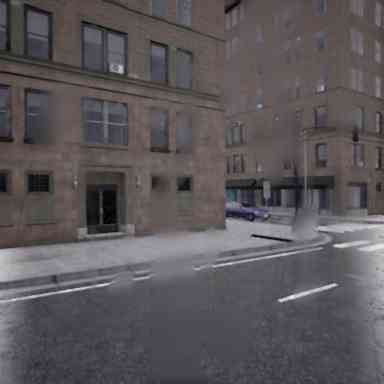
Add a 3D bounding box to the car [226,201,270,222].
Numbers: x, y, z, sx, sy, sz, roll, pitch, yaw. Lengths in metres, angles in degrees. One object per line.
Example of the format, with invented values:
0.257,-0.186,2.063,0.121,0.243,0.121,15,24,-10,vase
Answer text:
3.947,1.460,26.027,1.812,1.442,4.674,-1,1,-38,car
